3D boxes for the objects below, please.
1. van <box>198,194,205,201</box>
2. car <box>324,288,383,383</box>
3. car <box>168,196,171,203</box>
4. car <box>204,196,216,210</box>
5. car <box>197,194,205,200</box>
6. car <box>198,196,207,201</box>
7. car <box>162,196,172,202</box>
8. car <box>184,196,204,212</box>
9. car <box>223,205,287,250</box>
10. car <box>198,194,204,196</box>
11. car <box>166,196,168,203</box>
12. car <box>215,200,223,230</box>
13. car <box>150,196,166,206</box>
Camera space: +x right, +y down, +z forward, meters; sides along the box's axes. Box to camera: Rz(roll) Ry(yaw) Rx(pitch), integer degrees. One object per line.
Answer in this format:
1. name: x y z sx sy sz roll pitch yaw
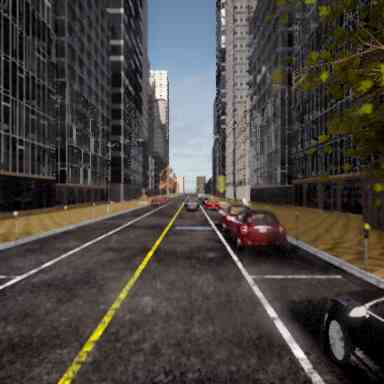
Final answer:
1. van: 2.531 1.385 88.386 1.690 1.788 3.998 0 0 0
2. car: 2.686 1.556 3.000 2.008 1.369 4.403 0 0 0
3. car: -5.819 1.596 71.301 1.887 1.381 4.507 0 0 0
4. car: 2.614 1.591 42.847 1.887 1.381 4.507 0 0 0
5. car: 2.520 1.480 94.077 1.967 1.590 4.097 0 0 0
6. car: 2.541 1.613 82.692 1.947 1.339 4.313 0 0 0
7. car: -5.830 1.616 76.994 1.947 1.339 4.313 0 0 0
8. car: 0.026 1.537 40.384 2.128 1.511 4.902 0 0 0
9. car: 2.666 1.460 14.385 1.967 1.590 4.097 0 0 0
10. car: 2.561 1.616 71.308 1.947 1.339 4.313 0 0 0
11. car: -5.798 1.634 59.916 1.802 1.307 4.206 0 0 0
12. car: 2.655 1.466 20.077 1.967 1.590 4.097 0 0 0
13. car: -5.788 1.596 54.223 1.887 1.381 4.507 0 0 0
